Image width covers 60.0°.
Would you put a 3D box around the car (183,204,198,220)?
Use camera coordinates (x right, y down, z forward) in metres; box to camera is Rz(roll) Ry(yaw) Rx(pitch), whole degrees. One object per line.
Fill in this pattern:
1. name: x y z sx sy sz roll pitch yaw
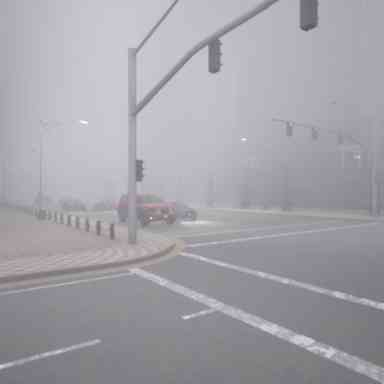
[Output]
1. car: -1.362 1.487 26.256 1.994 1.385 4.181 0 0 -36

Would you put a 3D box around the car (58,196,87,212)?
1. car: -13.166 1.492 36.919 1.994 1.385 4.181 0 0 -35

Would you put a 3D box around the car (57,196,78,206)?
1. car: -19.778 1.404 52.625 1.882 1.535 5.008 0 0 -35

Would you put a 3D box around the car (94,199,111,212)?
1. car: -9.786 1.486 38.193 1.994 1.385 4.181 0 0 -35

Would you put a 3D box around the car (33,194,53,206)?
1. car: -22.663 1.089 50.641 2.097 1.767 4.553 0 0 -35

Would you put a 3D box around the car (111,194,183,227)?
1. car: -3.252 1.150 22.878 2.150 2.045 5.566 0 0 -36
